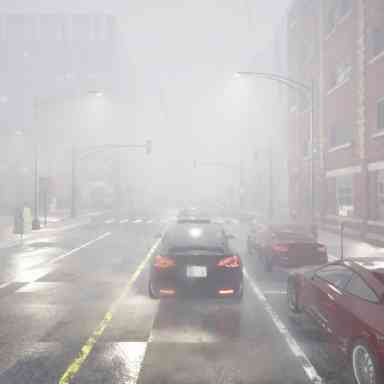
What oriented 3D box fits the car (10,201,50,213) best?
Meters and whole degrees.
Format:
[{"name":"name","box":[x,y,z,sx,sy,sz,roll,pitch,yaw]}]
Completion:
[{"name":"car","box":[-18.782,1.730,38.750,4.313,1.339,1.947,0,-1,0]}]

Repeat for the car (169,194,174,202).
[{"name":"car","box":[-5.821,1.607,76.640,1.802,1.307,4.206,1,0,0]}]

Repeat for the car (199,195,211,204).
[{"name":"car","box":[2.591,1.544,59.830,1.752,1.417,4.829,1,0,0]}]

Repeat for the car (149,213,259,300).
[{"name":"car","box":[0.085,1.506,8.449,2.163,1.488,4.792,0,0,0]}]

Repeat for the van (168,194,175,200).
[{"name":"van","box":[-5.848,1.376,93.598,1.690,1.788,3.998,1,0,0]}]

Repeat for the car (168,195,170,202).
[{"name":"car","box":[-5.800,1.603,65.336,1.802,1.307,4.206,1,0,0]}]

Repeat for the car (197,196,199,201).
[{"name":"car","box":[2.550,1.573,82.270,1.887,1.381,4.507,1,0,0]}]

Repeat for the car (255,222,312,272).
[{"name":"car","box":[2.818,1.585,10.407,1.802,1.307,4.206,1,0,0]}]

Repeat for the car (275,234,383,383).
[{"name":"car","box":[2.659,1.583,4.751,1.802,1.307,4.206,1,0,0]}]

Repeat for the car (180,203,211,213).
[{"name":"car","box":[0.068,1.552,17.721,2.033,1.411,5.357,0,0,-1]}]

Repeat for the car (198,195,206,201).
[{"name":"car","box":[2.539,1.597,87.921,1.947,1.339,4.313,1,0,0]}]

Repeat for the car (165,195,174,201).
[{"name":"car","box":[-5.841,1.582,87.945,2.008,1.369,4.403,1,0,0]}]

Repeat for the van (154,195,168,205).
[{"name":"van","box":[-5.786,1.359,59.684,1.690,1.788,3.998,1,0,0]}]
